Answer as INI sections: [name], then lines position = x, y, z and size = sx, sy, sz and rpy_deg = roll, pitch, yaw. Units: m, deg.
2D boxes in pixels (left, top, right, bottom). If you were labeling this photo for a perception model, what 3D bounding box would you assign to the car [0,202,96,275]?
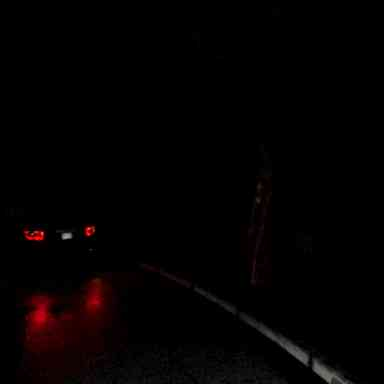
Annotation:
[car]
position = -5.278, 1.351, 11.252
size = 2.150, 2.045, 5.566
rpy_deg = 0, -1, -42
